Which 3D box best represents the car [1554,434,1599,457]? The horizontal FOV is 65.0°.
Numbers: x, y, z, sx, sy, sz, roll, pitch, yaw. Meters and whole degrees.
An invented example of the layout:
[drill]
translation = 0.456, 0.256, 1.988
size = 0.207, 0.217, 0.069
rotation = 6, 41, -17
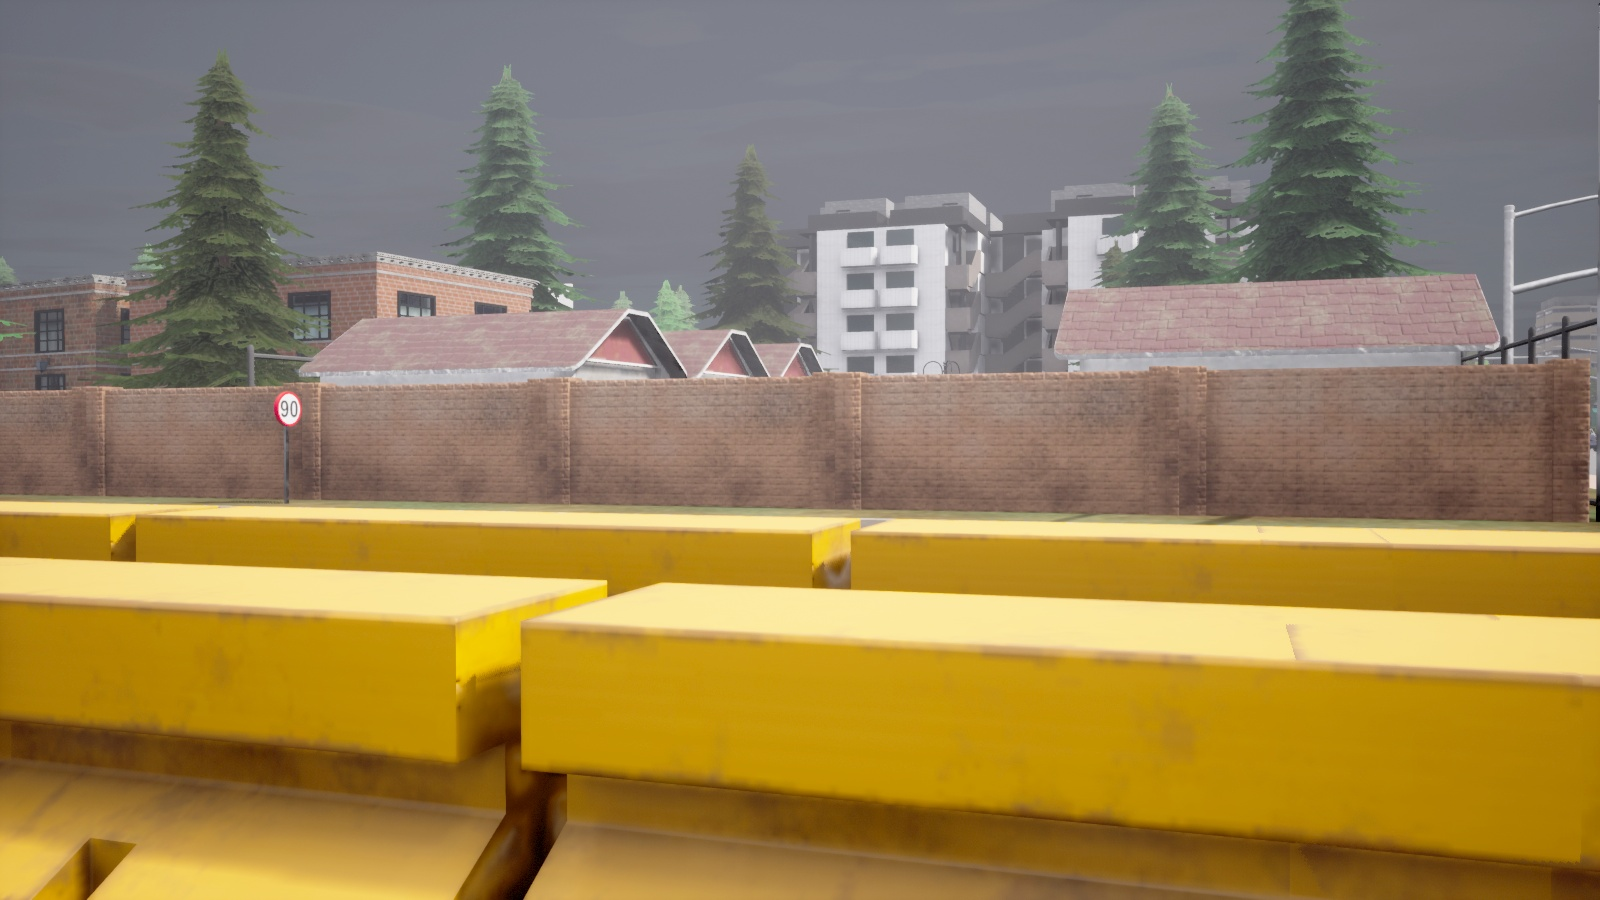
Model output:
[car]
translation = 50.429, -0.323, 81.439
size = 1.970, 1.475, 3.806
rotation = 1, 1, 20
